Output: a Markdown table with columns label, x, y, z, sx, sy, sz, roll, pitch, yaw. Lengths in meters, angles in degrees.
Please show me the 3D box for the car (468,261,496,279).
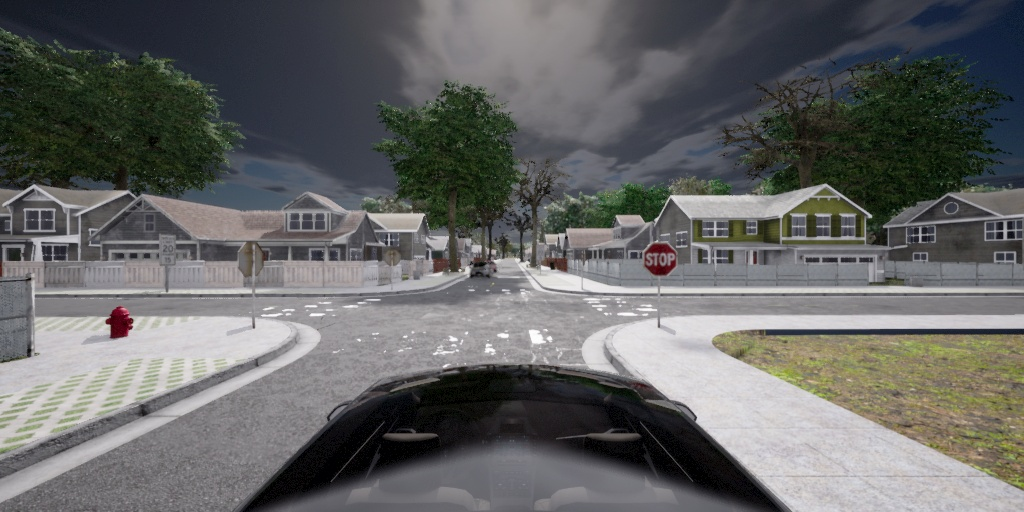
| label | x | y | z | sx | sy | sz | roll | pitch | yaw |
| --- | --- | --- | --- | --- | --- | --- | --- | --- | --- |
| car | -2.743 | 1.304 | 32.451 | 1.837 | 1.490 | 4.892 | 0 | 0 | 0 |
